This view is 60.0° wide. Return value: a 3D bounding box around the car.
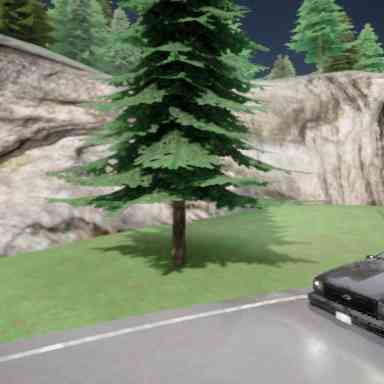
[{"bbox_3d":[4.766,1.513,6.003,5.357,1.411,2.033,0,1,-22],"label":"car"}]
